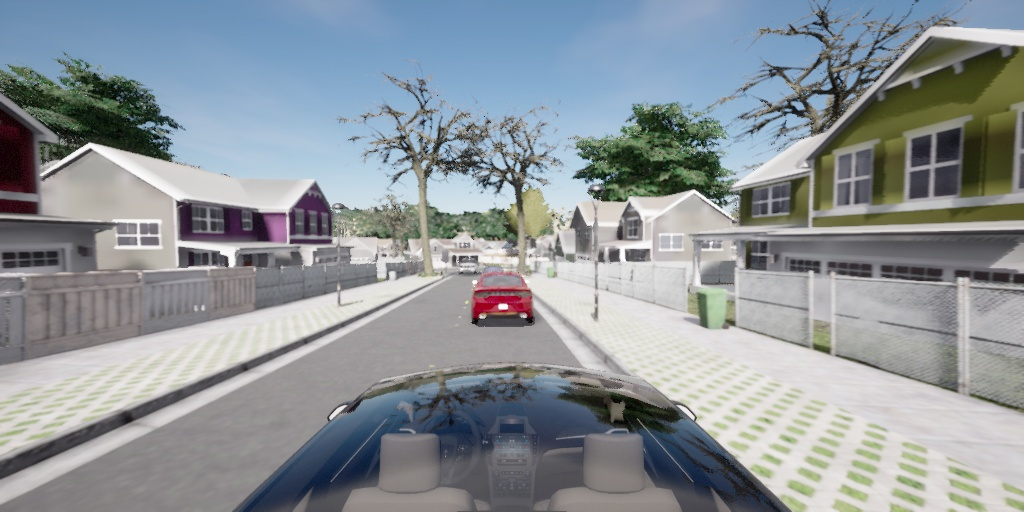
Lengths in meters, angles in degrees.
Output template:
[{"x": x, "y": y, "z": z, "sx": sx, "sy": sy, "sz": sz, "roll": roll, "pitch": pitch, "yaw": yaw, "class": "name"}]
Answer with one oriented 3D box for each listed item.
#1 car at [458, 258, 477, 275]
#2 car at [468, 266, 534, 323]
[{"x": -5.707, "y": 1.303, "z": 46.636, "sx": 2.150, "sy": 2.045, "sz": 5.566, "roll": 0, "pitch": 0, "yaw": -4, "class": "car"}, {"x": -0.380, "y": 1.277, "z": 12.501, "sx": 1.882, "sy": 1.535, "sz": 5.008, "roll": 0, "pitch": 0, "yaw": -3, "class": "car"}]
